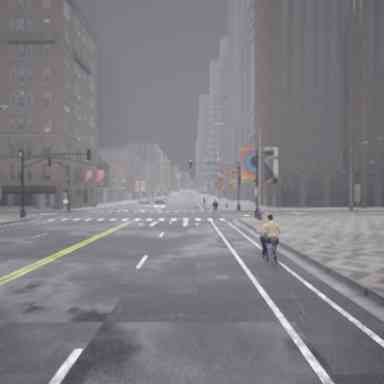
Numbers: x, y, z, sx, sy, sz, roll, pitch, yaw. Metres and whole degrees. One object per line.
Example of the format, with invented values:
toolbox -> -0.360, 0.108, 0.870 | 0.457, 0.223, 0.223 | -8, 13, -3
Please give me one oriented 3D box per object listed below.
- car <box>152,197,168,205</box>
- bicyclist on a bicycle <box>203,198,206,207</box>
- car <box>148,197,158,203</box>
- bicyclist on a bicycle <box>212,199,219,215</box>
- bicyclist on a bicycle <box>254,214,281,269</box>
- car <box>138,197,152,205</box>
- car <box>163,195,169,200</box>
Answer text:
car -> -6.637, 1.993, 68.767 | 1.895, 1.301, 4.718 | 0, 0, 0
bicyclist on a bicycle -> 2.157, 1.781, 57.032 | 0.582, 1.620, 1.656 | 0, -1, 0
car -> -9.918, 1.952, 84.435 | 1.882, 1.535, 5.008 | 0, 0, 0
bicyclist on a bicycle -> 2.216, 1.542, 31.452 | 0.659, 1.776, 1.843 | 0, 0, 0
bicyclist on a bicycle -> 2.411, 1.488, 10.347 | 0.866, 1.612, 1.509 | 0, 0, -2
car -> -9.887, 1.922, 68.791 | 1.812, 1.442, 4.674 | 0, 0, 0
car -> -6.668, 2.014, 84.441 | 2.033, 1.411, 5.357 | 0, 0, 0
